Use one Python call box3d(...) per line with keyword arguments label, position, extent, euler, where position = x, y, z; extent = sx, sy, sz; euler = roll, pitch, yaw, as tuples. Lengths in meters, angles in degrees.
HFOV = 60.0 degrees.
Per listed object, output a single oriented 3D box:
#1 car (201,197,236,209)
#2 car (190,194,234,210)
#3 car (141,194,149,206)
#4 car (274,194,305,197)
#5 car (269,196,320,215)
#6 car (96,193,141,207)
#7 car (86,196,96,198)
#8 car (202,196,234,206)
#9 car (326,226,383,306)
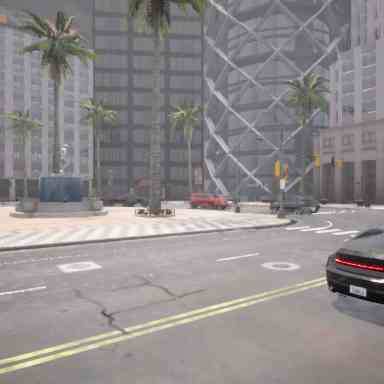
box3d(label="car", position=(3.648, 1.526, 46.562), extent=(4.674, 1.442, 1.812), euler=(0, 0, 40))
box3d(label="car", position=(2.197, 1.220, 43.249), extent=(5.566, 2.045, 2.150), euler=(0, 0, 42))
box3d(label="car", position=(-8.972, 1.220, 53.659), extent=(5.566, 2.045, 2.150), euler=(0, 0, 15))
box3d(label="car", position=(11.514, 1.222, 37.314), extent=(2.150, 2.045, 5.566), euler=(0, 0, -37))
box3d(label="car", position=(10.038, 1.492, 33.381), extent=(2.128, 1.511, 4.902), euler=(0, 0, -36))
box3d(label="car", position=(-11.122, 1.223, 50.683), extent=(5.566, 2.045, 2.150), euler=(0, 0, 12))
box3d(label="car", position=(-18.933, 1.491, 62.197), extent=(4.902, 1.511, 2.128), euler=(0, 0, 1))
box3d(label="car", position=(4.250, 1.477, 55.244), extent=(5.008, 1.535, 1.882), euler=(0, 0, 36))
box3d(label="car", position=(4.923, 1.505, 7.306), extent=(4.892, 1.490, 1.837), euler=(0, 0, -35))
